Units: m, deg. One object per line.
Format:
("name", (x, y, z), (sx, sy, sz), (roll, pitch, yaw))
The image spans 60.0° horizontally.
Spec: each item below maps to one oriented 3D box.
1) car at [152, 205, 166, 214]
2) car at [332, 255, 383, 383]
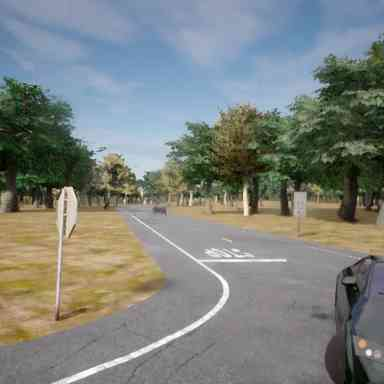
("car", (-5.601, 2.959, 56.870), (1.882, 1.535, 5.008), (3, -2, -14))
("car", (3.089, 1.642, 4.595), (1.994, 1.385, 4.181), (1, -1, 22))
